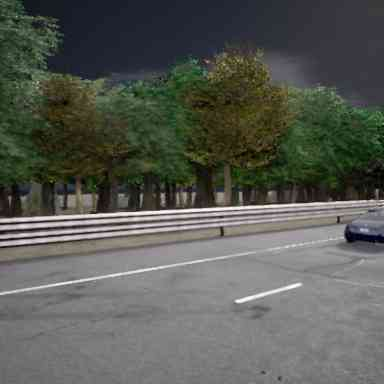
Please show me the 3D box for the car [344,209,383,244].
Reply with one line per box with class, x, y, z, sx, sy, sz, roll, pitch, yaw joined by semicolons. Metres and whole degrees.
car;8.243;1.412;13.933;4.181;1.385;1.994;-1;0;-36
